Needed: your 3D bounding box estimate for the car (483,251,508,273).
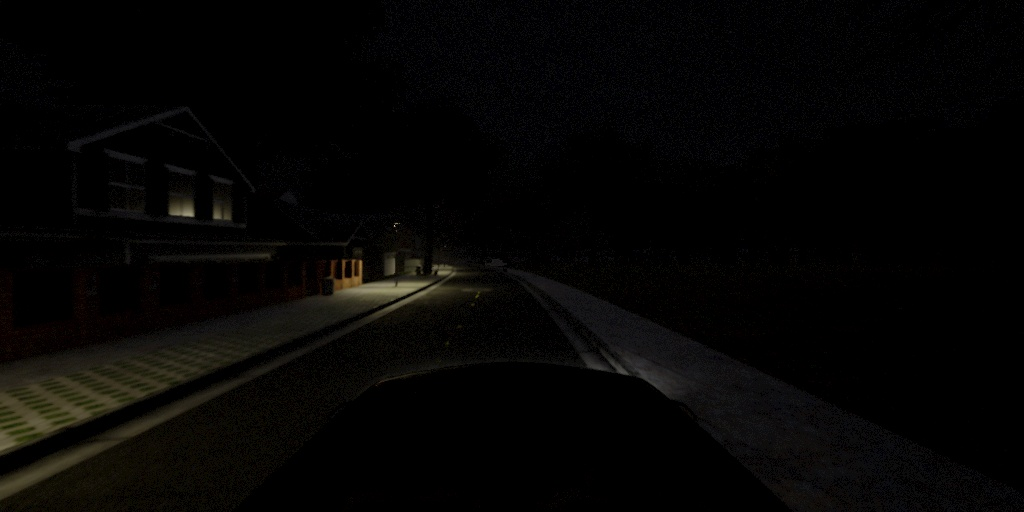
[{"bbox_3d":[-1.674,0.590,35.919,2.150,2.045,5.566,0,0,-6],"label":"car"}]
